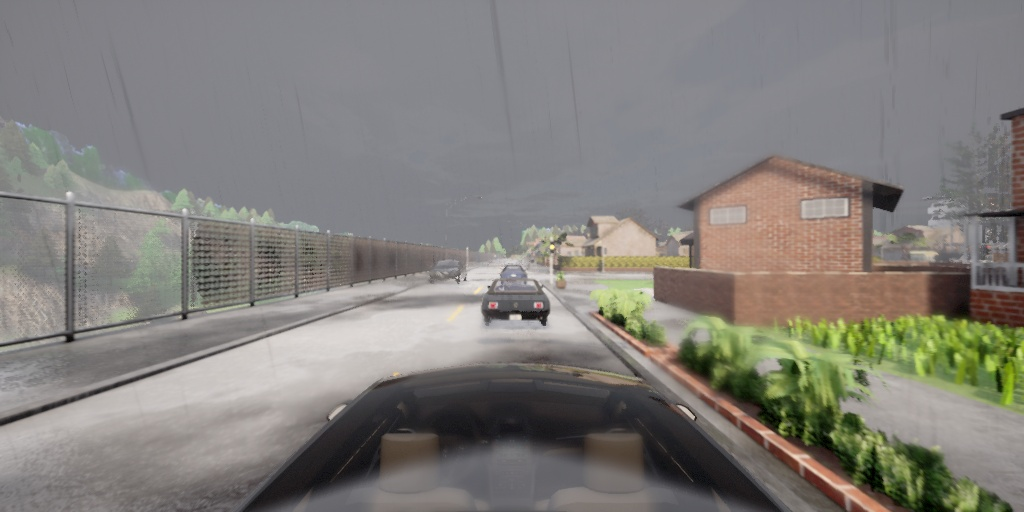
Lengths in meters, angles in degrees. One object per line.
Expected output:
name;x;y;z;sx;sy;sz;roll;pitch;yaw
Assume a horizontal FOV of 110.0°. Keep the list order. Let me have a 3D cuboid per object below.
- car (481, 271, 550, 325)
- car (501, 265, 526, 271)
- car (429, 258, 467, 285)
car;0.109;1.354;11.836;1.895;1.301;4.718;0;0;0
car;0.112;1.320;26.630;1.994;1.385;4.181;0;0;0
car;-3.976;0.911;22.924;1.837;1.490;4.892;0;0;0
